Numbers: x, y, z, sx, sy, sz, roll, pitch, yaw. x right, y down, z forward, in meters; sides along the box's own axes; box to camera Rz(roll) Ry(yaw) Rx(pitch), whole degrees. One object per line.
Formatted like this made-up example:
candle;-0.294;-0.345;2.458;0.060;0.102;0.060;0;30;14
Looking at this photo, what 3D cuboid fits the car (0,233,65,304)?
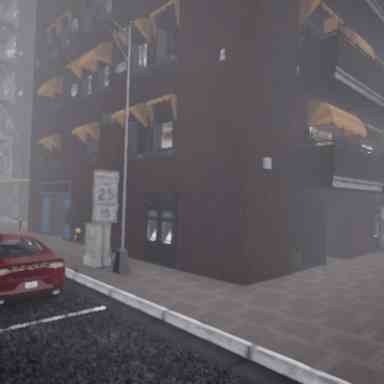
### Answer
car;-4.629;1.670;8.078;1.887;1.381;4.507;2;-1;-43
